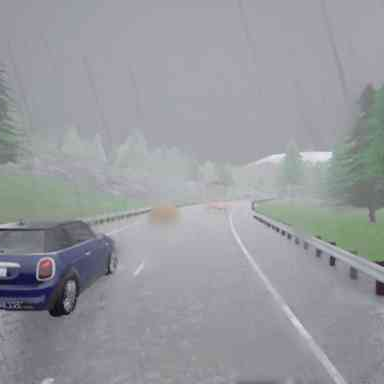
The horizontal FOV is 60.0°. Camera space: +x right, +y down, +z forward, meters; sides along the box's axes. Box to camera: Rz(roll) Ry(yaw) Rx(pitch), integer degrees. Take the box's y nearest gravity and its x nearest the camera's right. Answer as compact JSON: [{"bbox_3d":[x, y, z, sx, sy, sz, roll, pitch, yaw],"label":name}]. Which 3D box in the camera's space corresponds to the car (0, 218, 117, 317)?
[{"bbox_3d":[-3.221,1.383,7.736,2.097,1.767,4.553,0,0,1],"label":"car"}]

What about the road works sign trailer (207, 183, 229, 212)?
[{"bbox_3d":[3.105,0.667,41.239,2.380,3.560,2.880,0,0,10],"label":"road works sign trailer"}]

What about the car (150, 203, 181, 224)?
[{"bbox_3d":[-2.045,1.600,26.472,1.882,1.535,5.008,0,0,5],"label":"car"}]
